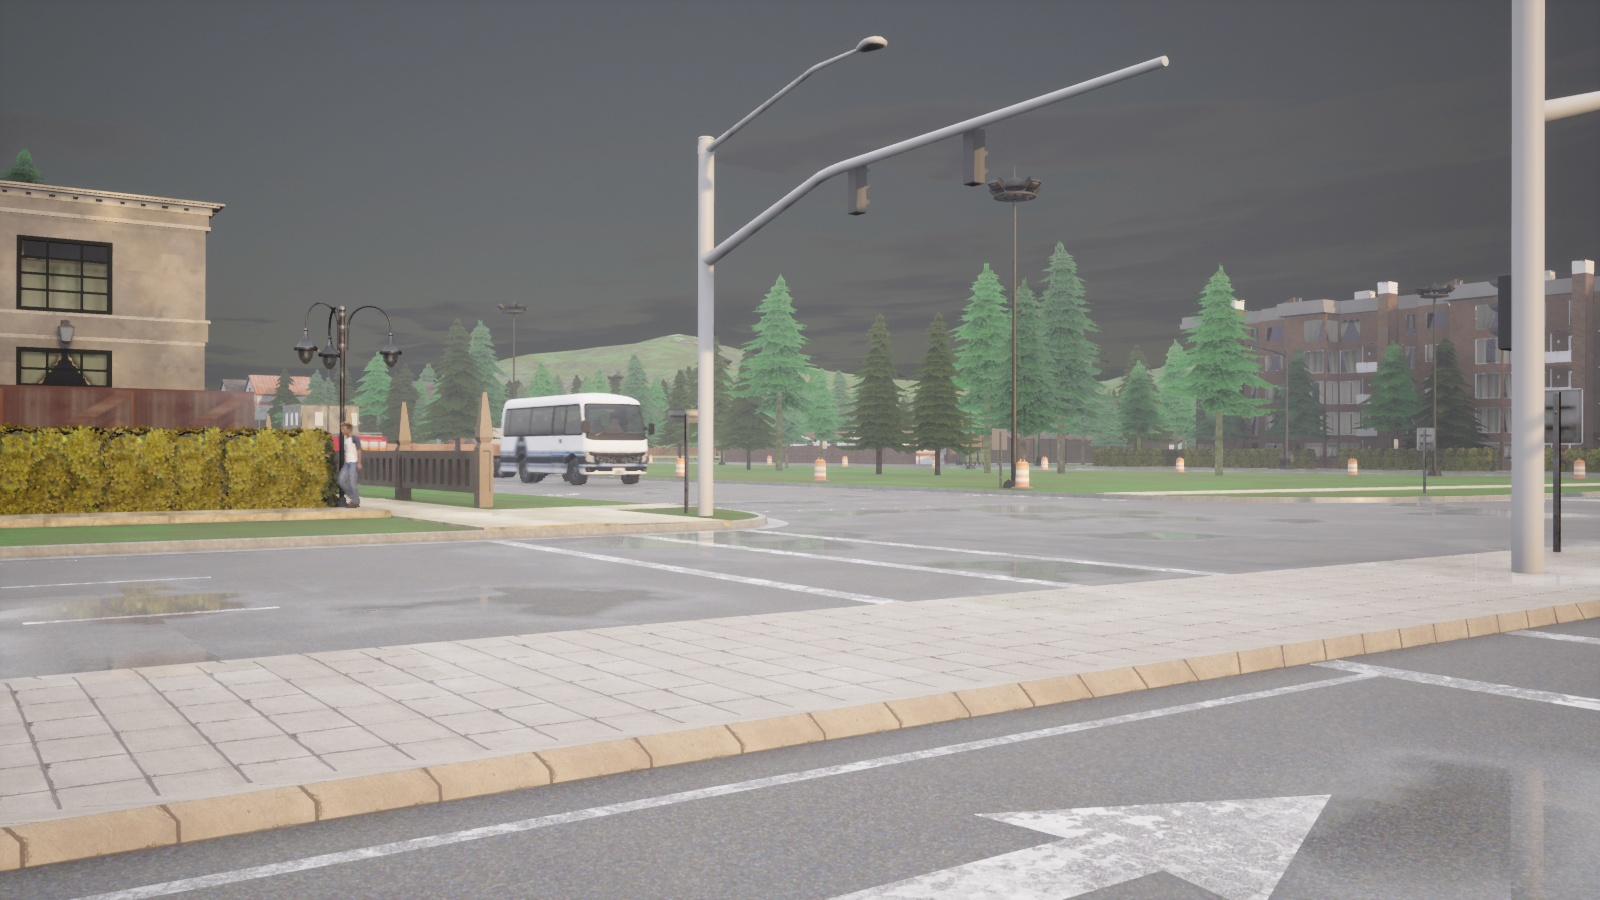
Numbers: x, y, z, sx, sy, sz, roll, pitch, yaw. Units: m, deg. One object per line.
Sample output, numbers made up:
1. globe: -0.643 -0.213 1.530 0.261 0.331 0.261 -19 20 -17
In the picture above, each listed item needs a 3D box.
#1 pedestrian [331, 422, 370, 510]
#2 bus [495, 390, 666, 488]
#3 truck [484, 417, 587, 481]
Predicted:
1. pedestrian: -9.551 0.336 26.688 0.706 1.836 0.354 0 0 -40
2. bus: -10.611 -0.463 59.585 3.944 4.253 10.273 0 0 -35
3. truck: -15.311 -0.028 72.230 2.891 3.462 7.936 0 0 -35
